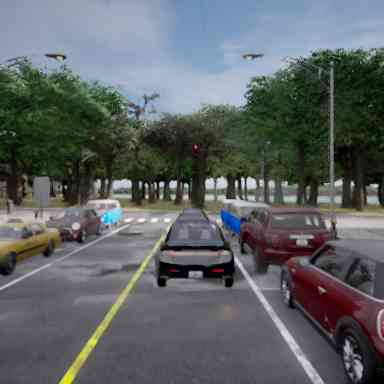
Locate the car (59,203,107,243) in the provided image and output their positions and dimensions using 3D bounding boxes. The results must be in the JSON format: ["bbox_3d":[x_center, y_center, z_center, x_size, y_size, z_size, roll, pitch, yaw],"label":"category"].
[{"bbox_3d":[-5.769,1.503,16.172,1.967,1.590,4.097,0,0,0],"label":"car"}]

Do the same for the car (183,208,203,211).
[{"bbox_3d":[0.051,1.641,19.686,1.994,1.385,4.181,0,0,1],"label":"car"}]

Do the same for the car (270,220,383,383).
[{"bbox_3d":[2.760,1.461,5.299,1.967,1.590,4.097,0,0,0],"label":"car"}]

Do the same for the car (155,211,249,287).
[{"bbox_3d":[0.083,1.528,9.399,2.128,1.511,4.902,0,0,0],"label":"car"}]

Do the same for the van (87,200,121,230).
[{"bbox_3d":[-5.770,1.426,21.610,1.690,1.788,3.998,0,0,0],"label":"van"}]

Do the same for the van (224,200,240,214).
[{"bbox_3d":[2.756,1.404,16.175,1.690,1.788,3.998,0,0,0],"label":"van"}]

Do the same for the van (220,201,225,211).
[{"bbox_3d":[2.755,1.426,21.612,1.690,1.788,3.998,0,0,0],"label":"van"}]

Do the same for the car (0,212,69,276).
[{"bbox_3d":[-5.767,1.566,10.564,1.752,1.417,4.829,0,0,0],"label":"car"}]

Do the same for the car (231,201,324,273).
[{"bbox_3d":[2.758,1.357,10.738,2.192,1.841,5.009,0,0,0],"label":"car"}]
